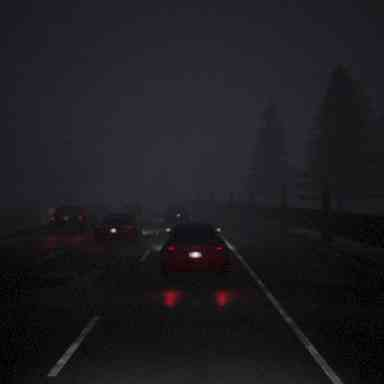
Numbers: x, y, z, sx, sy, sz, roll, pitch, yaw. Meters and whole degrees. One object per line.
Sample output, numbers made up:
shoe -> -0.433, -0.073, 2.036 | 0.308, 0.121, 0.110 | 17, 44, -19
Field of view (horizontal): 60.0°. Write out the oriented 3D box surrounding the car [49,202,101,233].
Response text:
car -> -7.532, 1.576, 21.475 | 2.097, 1.767, 4.553 | 0, 0, -6

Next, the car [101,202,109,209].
car -> -10.366, 1.912, 37.634 | 1.812, 1.442, 4.674 | 0, -1, -14

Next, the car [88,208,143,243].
car -> -3.687, 1.741, 17.145 | 1.994, 1.385, 4.181 | 0, -1, -3

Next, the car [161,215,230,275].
car -> 0.054, 1.676, 10.921 | 1.994, 1.385, 4.181 | 0, -1, -1

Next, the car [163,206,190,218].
car -> -1.379, 1.855, 28.598 | 1.994, 1.385, 4.181 | 0, -1, -9

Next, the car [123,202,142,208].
car -> -6.523, 1.853, 36.720 | 1.882, 1.535, 5.008 | 0, -1, -13
